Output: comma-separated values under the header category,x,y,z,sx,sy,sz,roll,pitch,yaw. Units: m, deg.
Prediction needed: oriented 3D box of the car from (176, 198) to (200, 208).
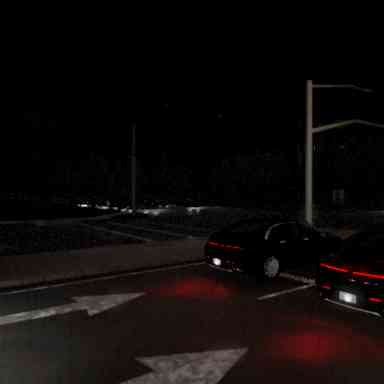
category,x,y,z,sx,sy,sz,roll,pitch,yaw
car,-0.758,1.580,50.679,1.812,1.442,4.674,0,0,-35

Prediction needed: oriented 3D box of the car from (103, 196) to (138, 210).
category,x,y,z,sx,sy,sz,roll,pitch,yaw
car,-9.753,1.583,45.184,2.033,1.411,5.357,0,0,-35

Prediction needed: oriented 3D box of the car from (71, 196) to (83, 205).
category,x,y,z,sx,sy,sz,roll,pitch,yaw
car,-21.009,1.529,61.396,2.128,1.511,4.902,0,0,-34

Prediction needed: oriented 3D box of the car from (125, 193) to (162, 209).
category,x,y,z,sx,sy,sz,roll,pitch,yaw
car,-6.988,1.264,47.321,2.150,2.045,5.566,0,0,-36

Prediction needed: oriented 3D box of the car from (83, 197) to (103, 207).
category,x,y,z,sx,sy,sz,roll,pitch,yaw
car,-15.241,1.638,53.050,1.895,1.301,4.718,0,0,-35

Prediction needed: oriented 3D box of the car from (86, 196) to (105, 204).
category,x,y,z,sx,sy,sz,roll,pitch,yaw
car,-18.641,1.592,64.145,2.033,1.411,5.357,0,0,-35

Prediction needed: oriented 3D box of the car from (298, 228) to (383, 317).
category,x,y,z,sx,sy,sz,roll,pitch,yaw
car,4.608,1.520,7.005,4.892,1.490,1.837,0,0,-35

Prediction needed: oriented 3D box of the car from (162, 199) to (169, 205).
category,x,y,z,sx,sy,sz,roll,pitch,yaw
car,-5.969,1.656,58.144,1.895,1.301,4.718,0,0,-35

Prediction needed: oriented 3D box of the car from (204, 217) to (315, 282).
category,x,y,z,sx,sy,sz,roll,pitch,yaw
car,2.618,1.520,9.884,4.892,1.490,1.837,0,0,-35
